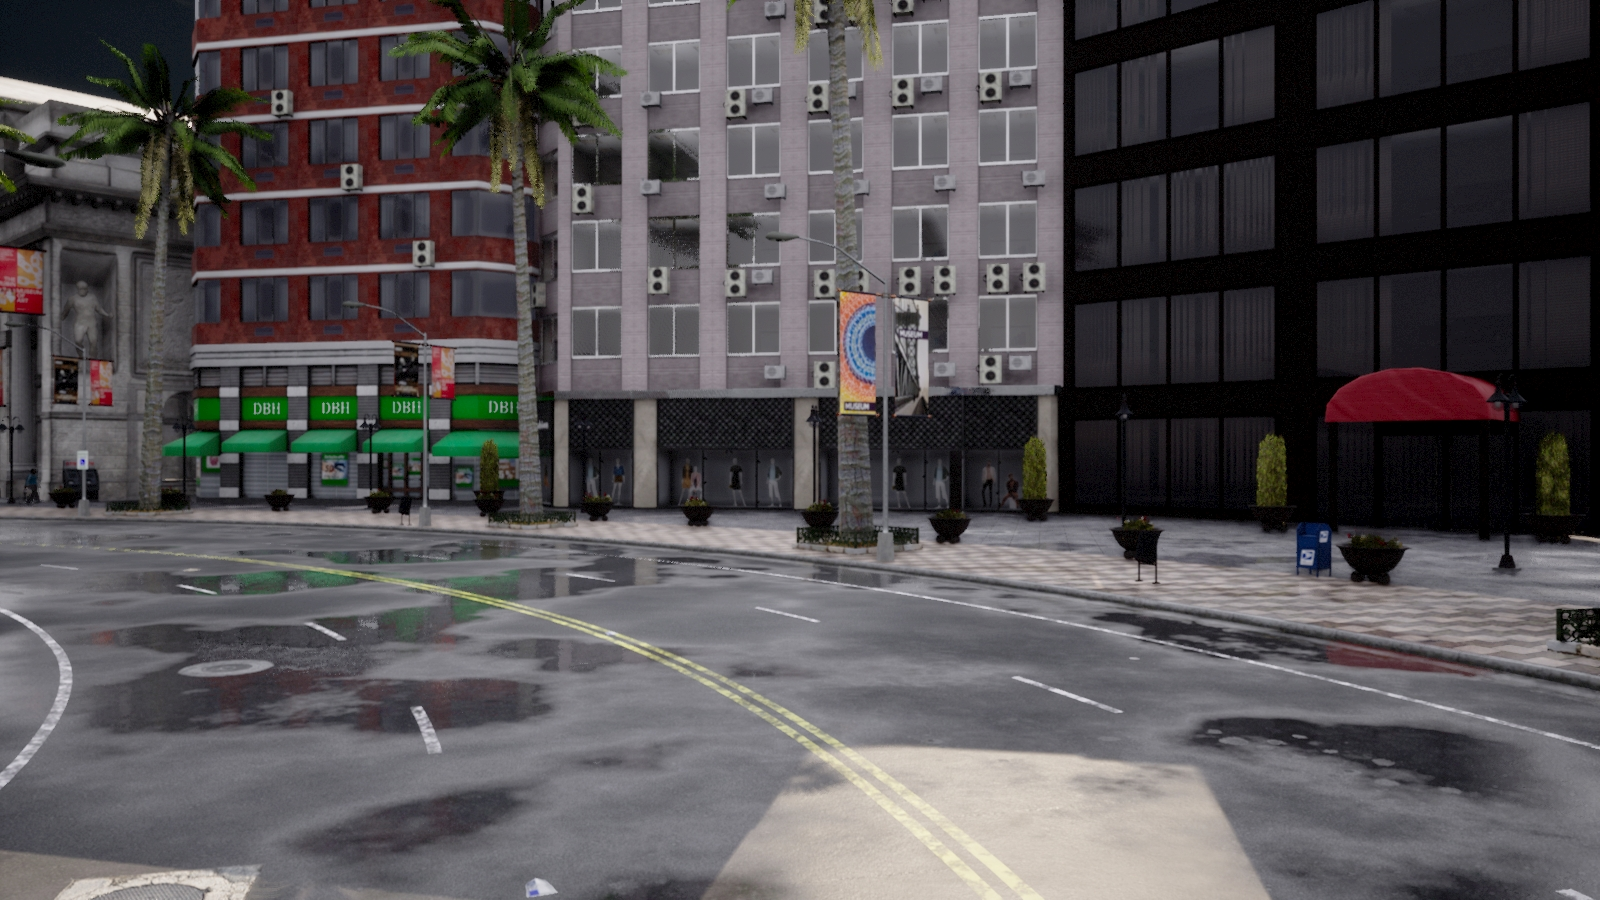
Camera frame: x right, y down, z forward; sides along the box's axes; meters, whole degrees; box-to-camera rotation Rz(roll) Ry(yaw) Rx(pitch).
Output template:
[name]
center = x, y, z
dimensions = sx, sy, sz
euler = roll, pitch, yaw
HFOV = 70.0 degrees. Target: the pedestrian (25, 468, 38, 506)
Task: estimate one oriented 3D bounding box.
[pedestrian]
center = -37.534, 1.797, 55.815
dimensions = 0.375, 1.860, 0.375
euler = 0, 0, 12
